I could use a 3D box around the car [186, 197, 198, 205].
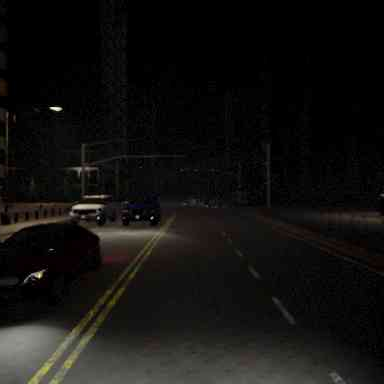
[{"bbox_3d":[-0.004,1.656,60.920,1.812,1.442,4.674,0,0,0],"label":"car"}]

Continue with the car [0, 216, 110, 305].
[{"bbox_3d":[-3.586,1.543,8.241,1.812,1.442,4.674,0,0,0],"label":"car"}]

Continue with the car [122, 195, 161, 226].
[{"bbox_3d":[-3.506,1.259,24.188,2.150,2.045,5.566,0,0,0],"label":"car"}]

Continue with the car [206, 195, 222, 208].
[{"bbox_3d":[3.489,1.604,50.915,1.812,1.442,4.674,0,0,0],"label":"car"}]

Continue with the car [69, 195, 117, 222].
[{"bbox_3d":[-7.007,1.259,24.189,2.150,2.045,5.566,0,0,0],"label":"car"}]
